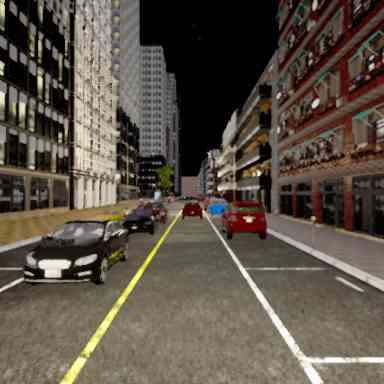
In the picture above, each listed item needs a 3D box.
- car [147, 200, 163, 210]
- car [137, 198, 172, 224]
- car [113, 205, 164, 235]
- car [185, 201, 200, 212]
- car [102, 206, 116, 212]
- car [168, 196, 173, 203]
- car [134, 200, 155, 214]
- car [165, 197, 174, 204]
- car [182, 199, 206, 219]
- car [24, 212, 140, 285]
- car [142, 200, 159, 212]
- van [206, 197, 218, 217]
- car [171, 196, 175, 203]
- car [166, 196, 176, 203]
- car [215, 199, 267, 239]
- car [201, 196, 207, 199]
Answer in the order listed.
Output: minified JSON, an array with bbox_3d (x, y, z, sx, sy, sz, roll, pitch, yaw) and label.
[{"bbox_3d":[-5.658,1.936,51.400,2.008,1.369,4.403,0,0,0],"label":"car"},{"bbox_3d":[-2.983,1.577,26.524,2.097,1.767,4.553,0,0,0],"label":"car"},{"bbox_3d":[-3.024,1.708,19.572,1.994,1.385,4.181,0,0,1],"label":"car"},{"bbox_3d":[0.067,1.933,44.531,1.895,1.301,4.718,0,0,1],"label":"car"},{"bbox_3d":[-5.676,1.699,23.476,1.752,1.417,4.829,0,0,0],"label":"car"},{"bbox_3d":[-5.647,2.066,68.051,2.008,1.369,4.403,0,0,0],"label":"car"},{"bbox_3d":[-5.666,1.740,40.298,1.967,1.590,4.097,0,0,0],"label":"car"},{"bbox_3d":[-5.637,2.088,84.705,1.967,1.590,4.097,0,0,0],"label":"car"},{"bbox_3d":[0.031,1.710,31.430,1.882,1.535,5.008,0,-1,0],"label":"car"},{"bbox_3d":[-3.083,1.564,9.830,2.128,1.511,4.902,0,0,0],"label":"car"},{"bbox_3d":[-5.662,1.866,45.678,1.752,1.417,4.829,0,0,0],"label":"car"},{"bbox_3d":[2.711,1.598,34.744,1.690,1.788,3.998,0,0,0],"label":"van"},{"bbox_3d":[-5.640,2.186,79.153,1.802,1.307,4.206,0,0,0],"label":"car"},{"bbox_3d":[-5.633,2.008,90.256,2.192,1.841,5.009,0,0,0],"label":"car"},{"bbox_3d":[2.700,1.448,18.092,2.192,1.841,5.009,0,0,0],"label":"car"},{"bbox_3d":[2.718,1.657,45.846,2.192,1.841,5.009,0,0,0],"label":"car"}]
